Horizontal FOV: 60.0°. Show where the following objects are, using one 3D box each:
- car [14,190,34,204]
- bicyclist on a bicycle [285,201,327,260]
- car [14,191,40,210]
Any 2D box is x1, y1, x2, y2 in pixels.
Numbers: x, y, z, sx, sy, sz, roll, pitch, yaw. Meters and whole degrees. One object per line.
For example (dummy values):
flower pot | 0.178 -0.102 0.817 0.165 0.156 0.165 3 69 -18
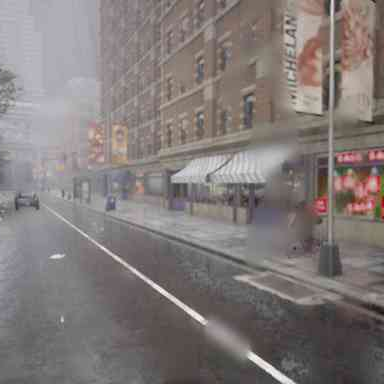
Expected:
car | -20.162 0.534 39.904 2.033 1.411 5.357 -1 2 -27
bicyclist on a bicycle | 3.244 1.071 9.388 1.656 1.620 0.582 -1 2 -28
car | -14.736 0.738 29.694 2.128 1.511 4.902 -1 2 -28
